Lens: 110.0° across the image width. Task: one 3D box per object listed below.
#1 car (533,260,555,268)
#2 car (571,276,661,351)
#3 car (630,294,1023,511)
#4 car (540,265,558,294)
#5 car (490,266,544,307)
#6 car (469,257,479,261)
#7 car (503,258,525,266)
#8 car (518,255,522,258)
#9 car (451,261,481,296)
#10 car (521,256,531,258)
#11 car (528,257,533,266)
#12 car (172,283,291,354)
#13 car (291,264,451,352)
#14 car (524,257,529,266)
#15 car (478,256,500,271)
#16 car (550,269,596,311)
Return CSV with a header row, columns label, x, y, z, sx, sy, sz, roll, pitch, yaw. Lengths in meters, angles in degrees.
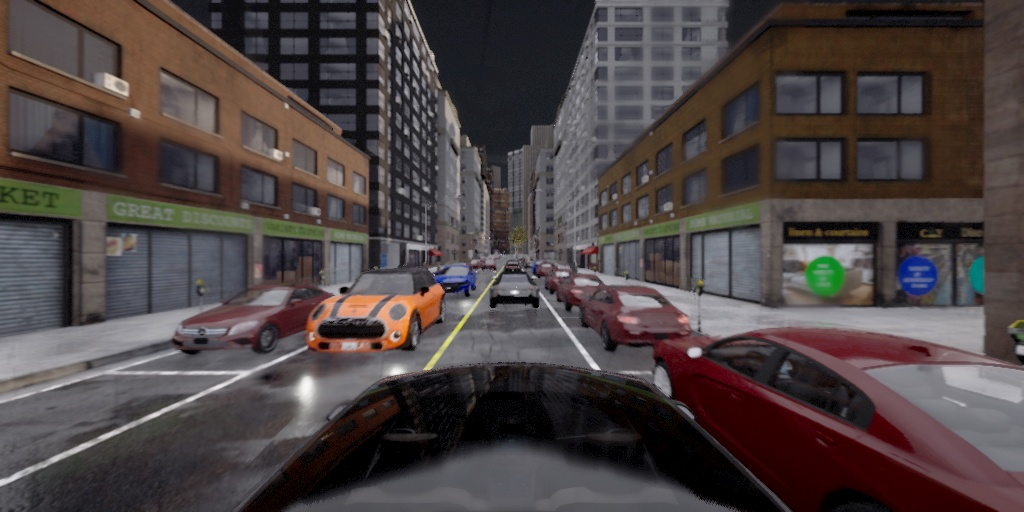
label,x,y,z,sx,sy,sz,roll,pitch,yaw
car,3.148,1.261,32.230,1.812,1.442,4.674,0,0,0
car,2.763,1.345,8.734,1.802,1.307,4.207,0,0,0
car,2.763,1.299,3.177,1.888,1.381,4.507,0,0,0
car,2.763,1.340,19.842,1.802,1.307,4.207,0,0,0
car,0.100,1.328,15.475,1.994,1.385,4.181,0,0,0
car,-5.763,1.237,53.163,1.888,1.381,4.507,0,0,0
car,0.096,1.229,38.624,1.837,1.490,4.892,0,0,0
car,2.762,0.968,64.262,2.192,1.841,5.009,0,0,0
car,-3.000,1.236,19.466,1.882,1.535,5.008,0,0,0
car,2.762,1.199,58.878,1.751,1.417,4.829,0,0,0
car,3.140,1.200,39.230,1.882,1.535,5.008,0,0,0
car,-5.763,1.344,8.737,1.802,1.307,4.207,0,0,0
car,-3.059,1.114,9.041,2.097,1.767,4.553,0,0,0
car,2.762,1.258,53.156,1.948,1.339,4.313,0,0,0
car,-3.081,1.181,48.595,1.882,1.535,5.008,0,0,0
car,2.763,1.346,14.286,1.802,1.307,4.207,0,0,0
